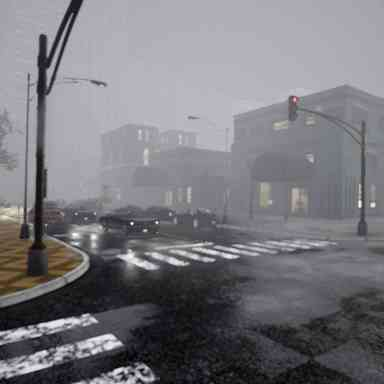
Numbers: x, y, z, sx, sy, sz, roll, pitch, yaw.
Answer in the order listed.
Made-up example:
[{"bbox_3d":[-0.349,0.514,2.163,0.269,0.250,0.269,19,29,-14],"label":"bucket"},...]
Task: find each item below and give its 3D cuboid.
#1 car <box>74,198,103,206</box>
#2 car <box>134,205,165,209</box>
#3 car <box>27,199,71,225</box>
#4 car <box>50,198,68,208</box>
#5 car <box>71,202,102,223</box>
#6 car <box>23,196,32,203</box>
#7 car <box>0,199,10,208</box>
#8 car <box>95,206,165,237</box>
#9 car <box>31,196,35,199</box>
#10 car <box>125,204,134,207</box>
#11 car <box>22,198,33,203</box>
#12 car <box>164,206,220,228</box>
[{"bbox_3d":[-13.056,1.678,42.967,2.192,1.841,5.009,1,-1,-35],"label":"car"},{"bbox_3d":[-2.934,1.843,28.427,1.947,1.339,4.313,1,-1,-35],"label":"car"},{"bbox_3d":[-10.636,1.533,24.382,1.967,1.590,4.097,1,-1,-35],"label":"car"},{"bbox_3d":[-22.608,1.884,56.605,1.967,1.590,4.097,1,-1,-35],"label":"car"},{"bbox_3d":[-9.396,1.762,27.368,1.895,1.301,4.718,2,-1,-35],"label":"car"},{"bbox_3d":[-38.411,1.899,79.423,2.192,1.841,5.009,1,-1,-35],"label":"car"},{"bbox_3d":[-29.399,1.784,51.692,1.752,1.417,4.829,1,-1,-35],"label":"car"},{"bbox_3d":[-3.684,1.713,19.118,1.895,1.301,4.718,2,-1,-35],"label":"car"},{"bbox_3d":[-32.188,2.054,70.433,1.752,1.417,4.829,1,-1,-35],"label":"car"},{"bbox_3d":[-6.055,1.886,32.932,1.802,1.307,4.206,1,-1,-35],"label":"car"},{"bbox_3d":[-41.574,2.163,83.983,2.008,1.369,4.403,1,-1,-35],"label":"car"},{"bbox_3d":[0.187,1.802,23.921,2.008,1.369,4.403,1,-1,-35],"label":"car"}]
